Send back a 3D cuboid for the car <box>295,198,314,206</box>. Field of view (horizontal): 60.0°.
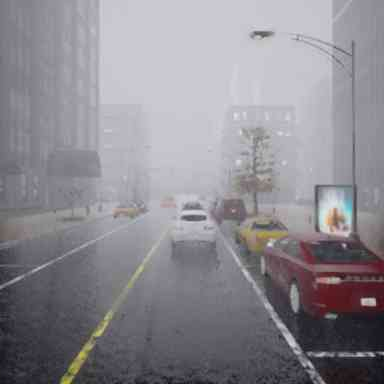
[{"bbox_3d":[20.846,1.755,59.835,4.097,1.590,1.967,1,-1,0],"label":"car"}]

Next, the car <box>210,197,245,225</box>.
[{"bbox_3d":[2.700,1.317,23.989,2.192,1.841,5.009,1,0,0],"label":"car"}]

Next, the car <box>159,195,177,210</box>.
[{"bbox_3d":[-3.070,1.356,43.596,2.097,1.767,4.553,0,0,0],"label":"car"}]

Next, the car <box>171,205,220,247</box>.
[{"bbox_3d":[0.076,1.527,14.822,1.812,1.442,4.674,0,0,0],"label":"car"}]

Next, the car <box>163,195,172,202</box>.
[{"bbox_3d":[-5.684,1.538,78.465,1.752,1.417,4.829,1,0,0],"label":"car"}]

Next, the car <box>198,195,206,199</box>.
[{"bbox_3d":[2.697,1.558,84.145,1.887,1.381,4.507,1,0,0],"label":"car"}]

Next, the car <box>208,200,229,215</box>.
[{"bbox_3d":[2.698,1.548,35.108,1.887,1.381,4.507,1,0,0],"label":"car"}]

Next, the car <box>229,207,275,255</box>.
[{"bbox_3d":[2.699,1.526,13.040,1.752,1.417,4.829,1,0,0],"label":"car"}]

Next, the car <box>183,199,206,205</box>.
[{"bbox_3d":[0.074,1.567,29.489,1.994,1.385,4.181,0,0,0],"label":"car"}]

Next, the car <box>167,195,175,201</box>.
[{"bbox_3d":[-5.684,1.560,89.682,1.887,1.381,4.507,1,0,0],"label":"car"}]

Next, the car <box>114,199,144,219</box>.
[{"bbox_3d":[-5.682,1.529,29.380,1.752,1.417,4.829,1,0,0],"label":"car"}]

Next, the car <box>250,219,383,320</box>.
[{"bbox_3d":[2.698,1.545,7.311,1.887,1.381,4.507,1,0,0],"label":"car"}]

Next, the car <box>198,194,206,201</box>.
[{"bbox_3d":[2.698,1.455,89.668,1.967,1.590,4.097,1,0,0],"label":"car"}]

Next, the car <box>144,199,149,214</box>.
[{"bbox_3d":[-5.681,1.444,35.109,1.967,1.590,4.097,1,0,0],"label":"car"}]

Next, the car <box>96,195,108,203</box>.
[{"bbox_3d":[-17.253,1.268,59.510,4.507,1.381,1.887,1,-1,0],"label":"car"}]
